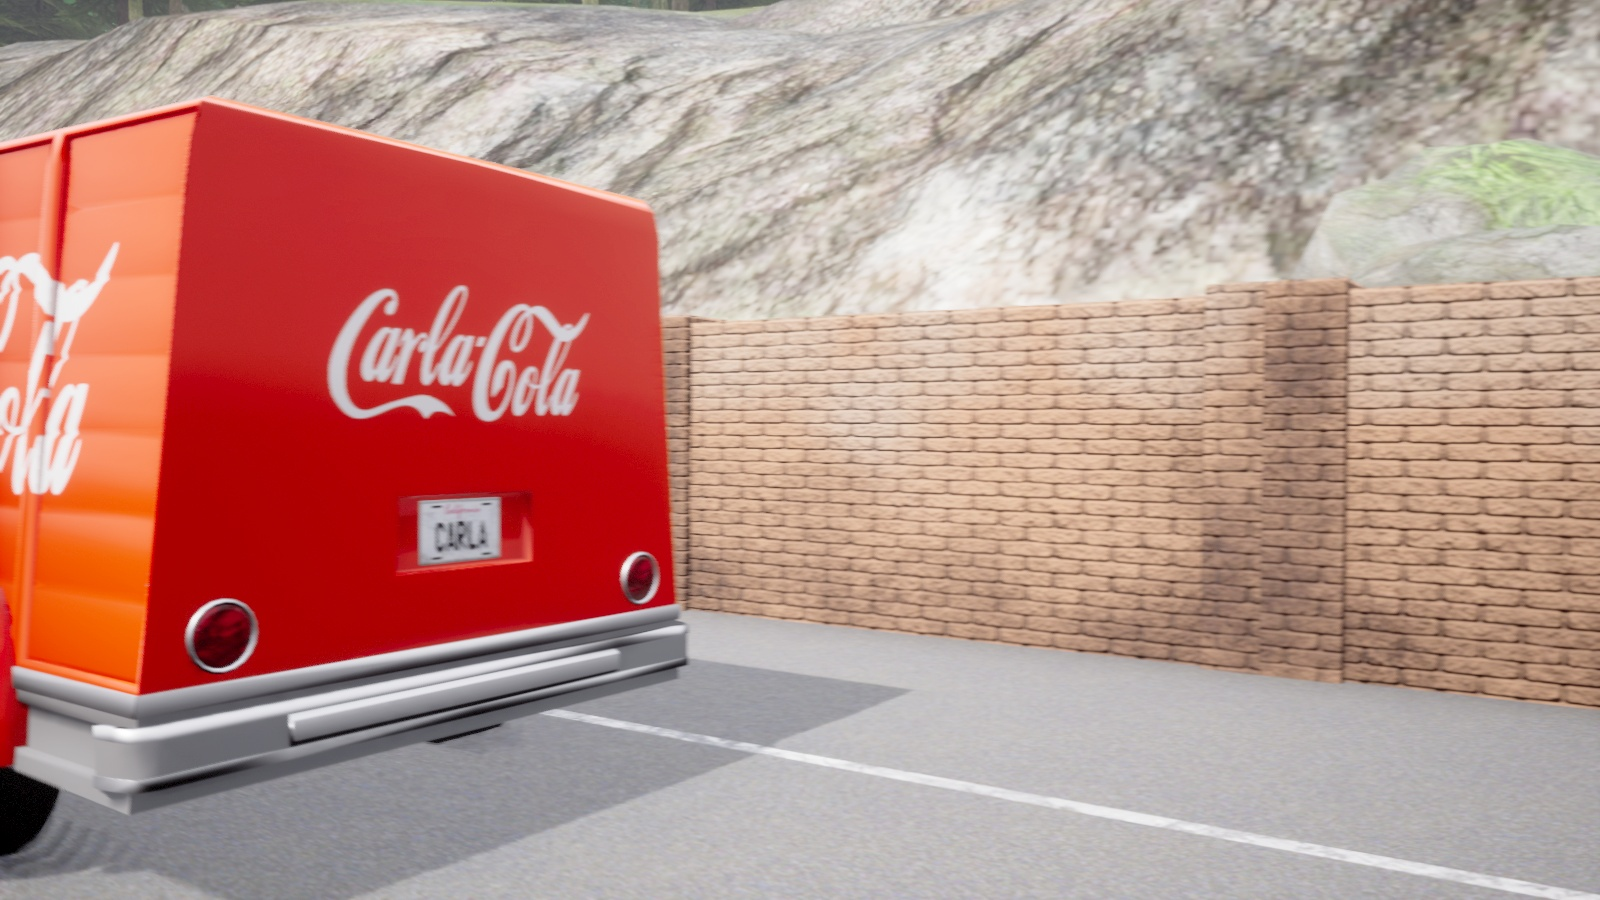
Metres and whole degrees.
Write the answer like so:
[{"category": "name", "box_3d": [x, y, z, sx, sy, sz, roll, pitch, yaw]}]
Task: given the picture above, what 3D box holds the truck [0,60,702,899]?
[{"category": "truck", "box_3d": [-3.336, 0.195, 5.830, 5.204, 2.467, 2.627, 0, 1, 34]}]
